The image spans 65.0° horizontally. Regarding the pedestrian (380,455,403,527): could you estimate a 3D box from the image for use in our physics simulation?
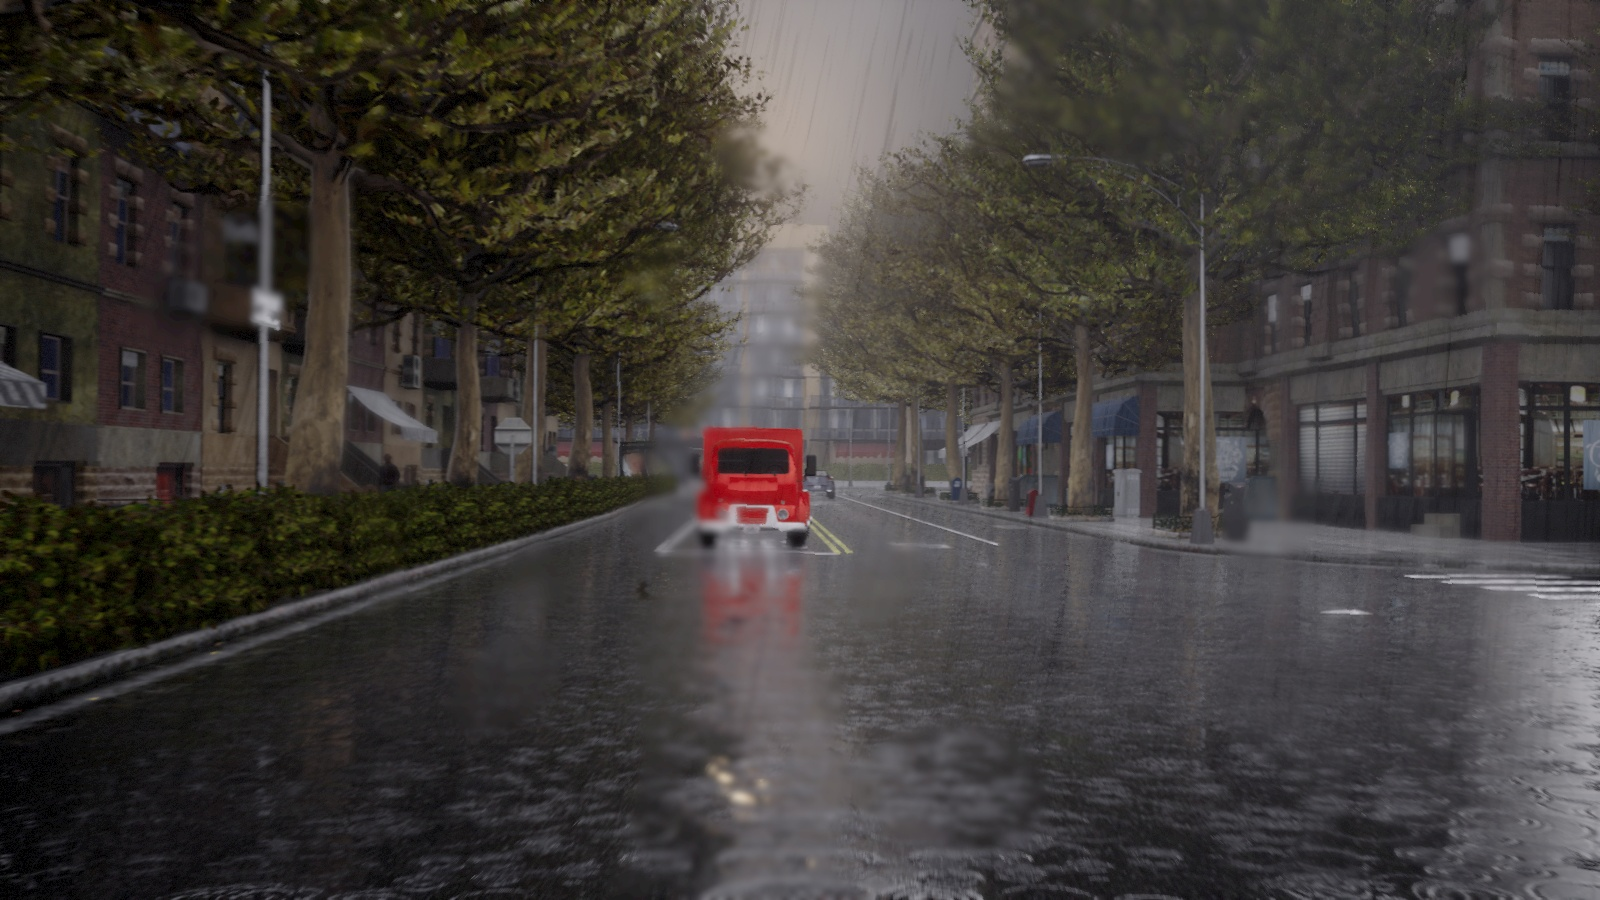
[{"bbox_3d":[-10.685,1.062,32.884,0.376,1.854,0.720,0,-1,-1],"label":"pedestrian"}]

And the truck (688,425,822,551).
[{"bbox_3d":[-0.965,0.787,27.190,2.627,2.467,5.204,0,-1,-2],"label":"truck"}]

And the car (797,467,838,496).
[{"bbox_3d":[0.994,1.825,73.740,2.152,1.651,5.027,0,-1,-2],"label":"car"}]
